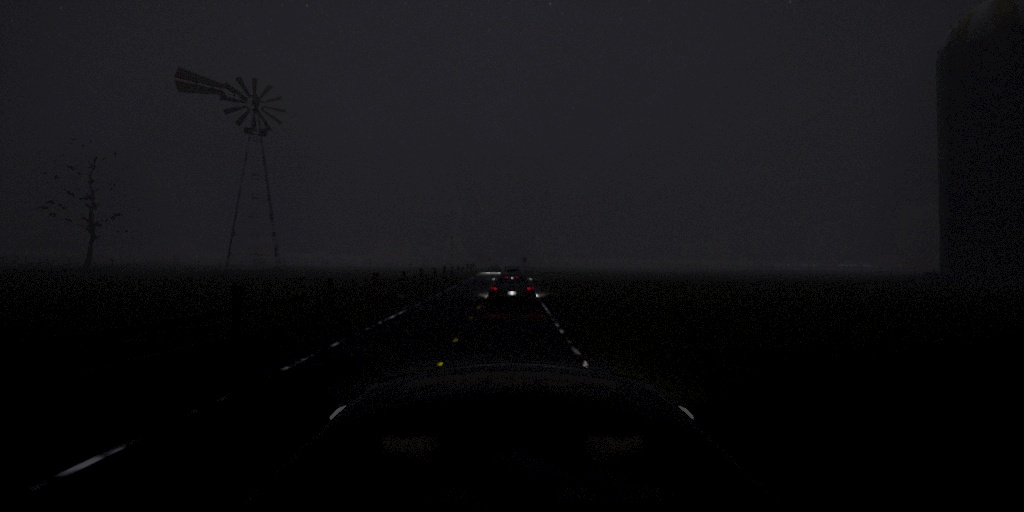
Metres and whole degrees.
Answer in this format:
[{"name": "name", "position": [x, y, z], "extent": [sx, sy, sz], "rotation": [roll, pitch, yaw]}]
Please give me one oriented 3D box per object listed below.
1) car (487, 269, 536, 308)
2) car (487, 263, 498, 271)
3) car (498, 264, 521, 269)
[{"name": "car", "position": [0.006, 1.448, 16.124], "extent": [1.994, 1.385, 4.181], "rotation": [0, 0, 0]}, {"name": "car", "position": [-2.754, 1.802, 56.294], "extent": [1.994, 1.385, 4.181], "rotation": [0, -1, 0]}, {"name": "car", "position": [0.004, 1.525, 31.154], "extent": [1.837, 1.490, 4.892], "rotation": [0, 0, 0]}]
